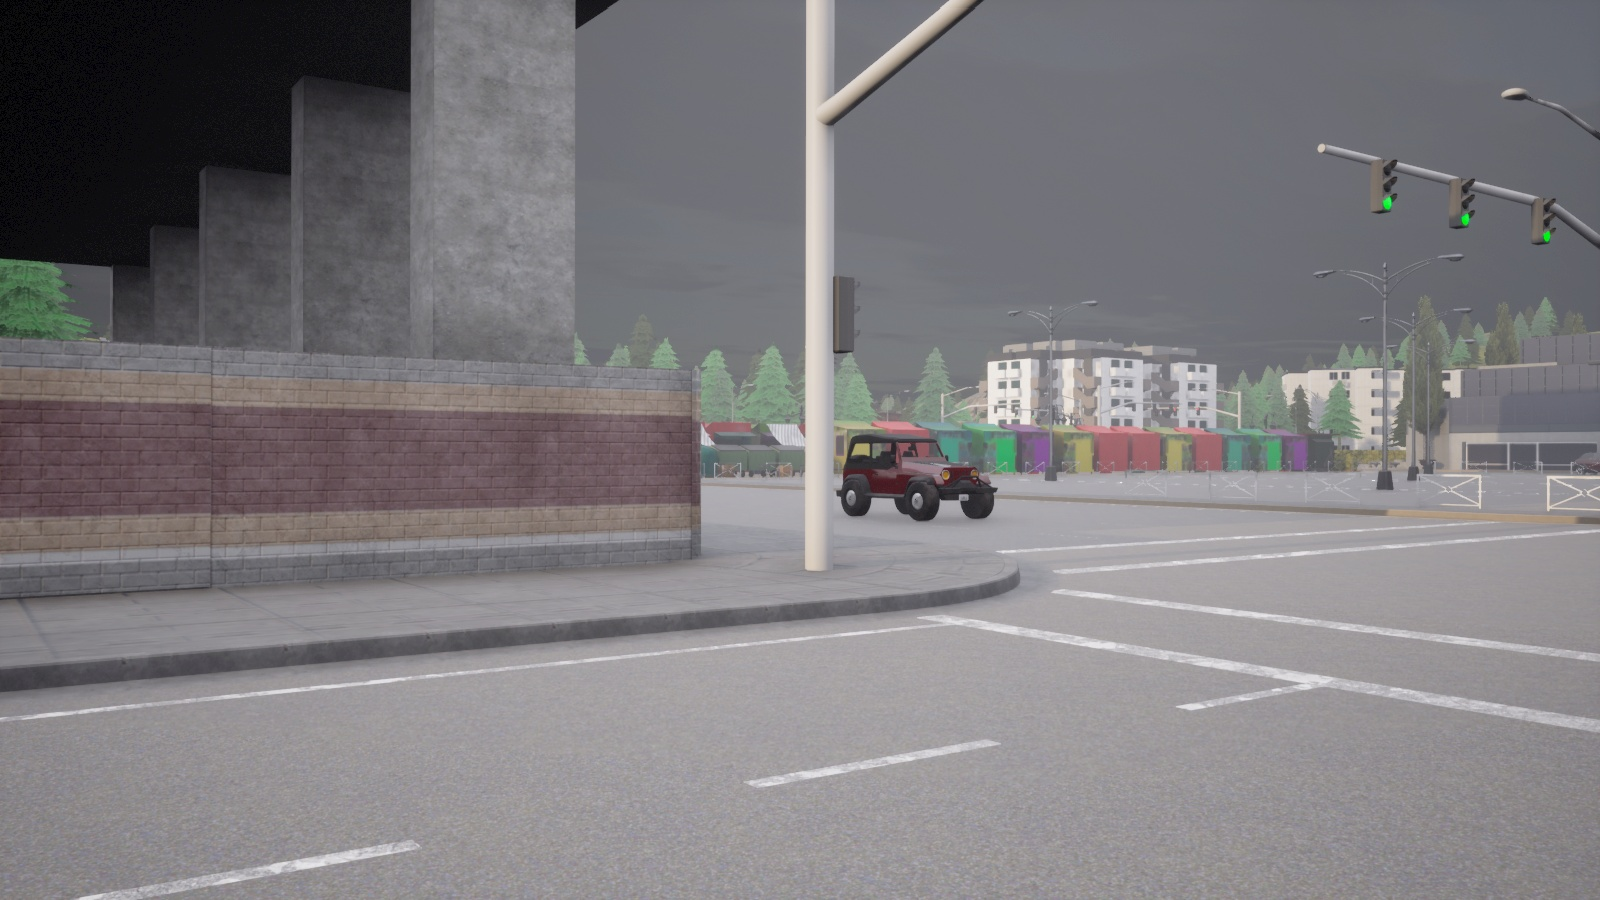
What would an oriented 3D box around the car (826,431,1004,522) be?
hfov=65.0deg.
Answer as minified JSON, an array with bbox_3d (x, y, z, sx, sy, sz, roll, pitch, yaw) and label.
[{"bbox_3d":[2.491,0.548,28.043,1.905,1.878,3.866,0,0,-35],"label":"car"}]
